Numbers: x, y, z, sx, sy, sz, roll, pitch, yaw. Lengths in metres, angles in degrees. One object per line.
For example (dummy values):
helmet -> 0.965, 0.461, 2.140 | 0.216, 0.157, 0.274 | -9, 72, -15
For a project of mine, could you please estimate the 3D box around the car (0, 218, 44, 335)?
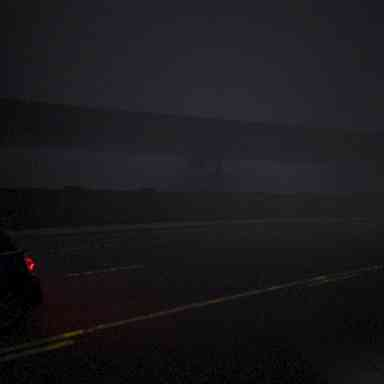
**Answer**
car -> -4.704, 1.204, 4.765 | 4.553, 1.767, 2.097 | 0, 1, -36
